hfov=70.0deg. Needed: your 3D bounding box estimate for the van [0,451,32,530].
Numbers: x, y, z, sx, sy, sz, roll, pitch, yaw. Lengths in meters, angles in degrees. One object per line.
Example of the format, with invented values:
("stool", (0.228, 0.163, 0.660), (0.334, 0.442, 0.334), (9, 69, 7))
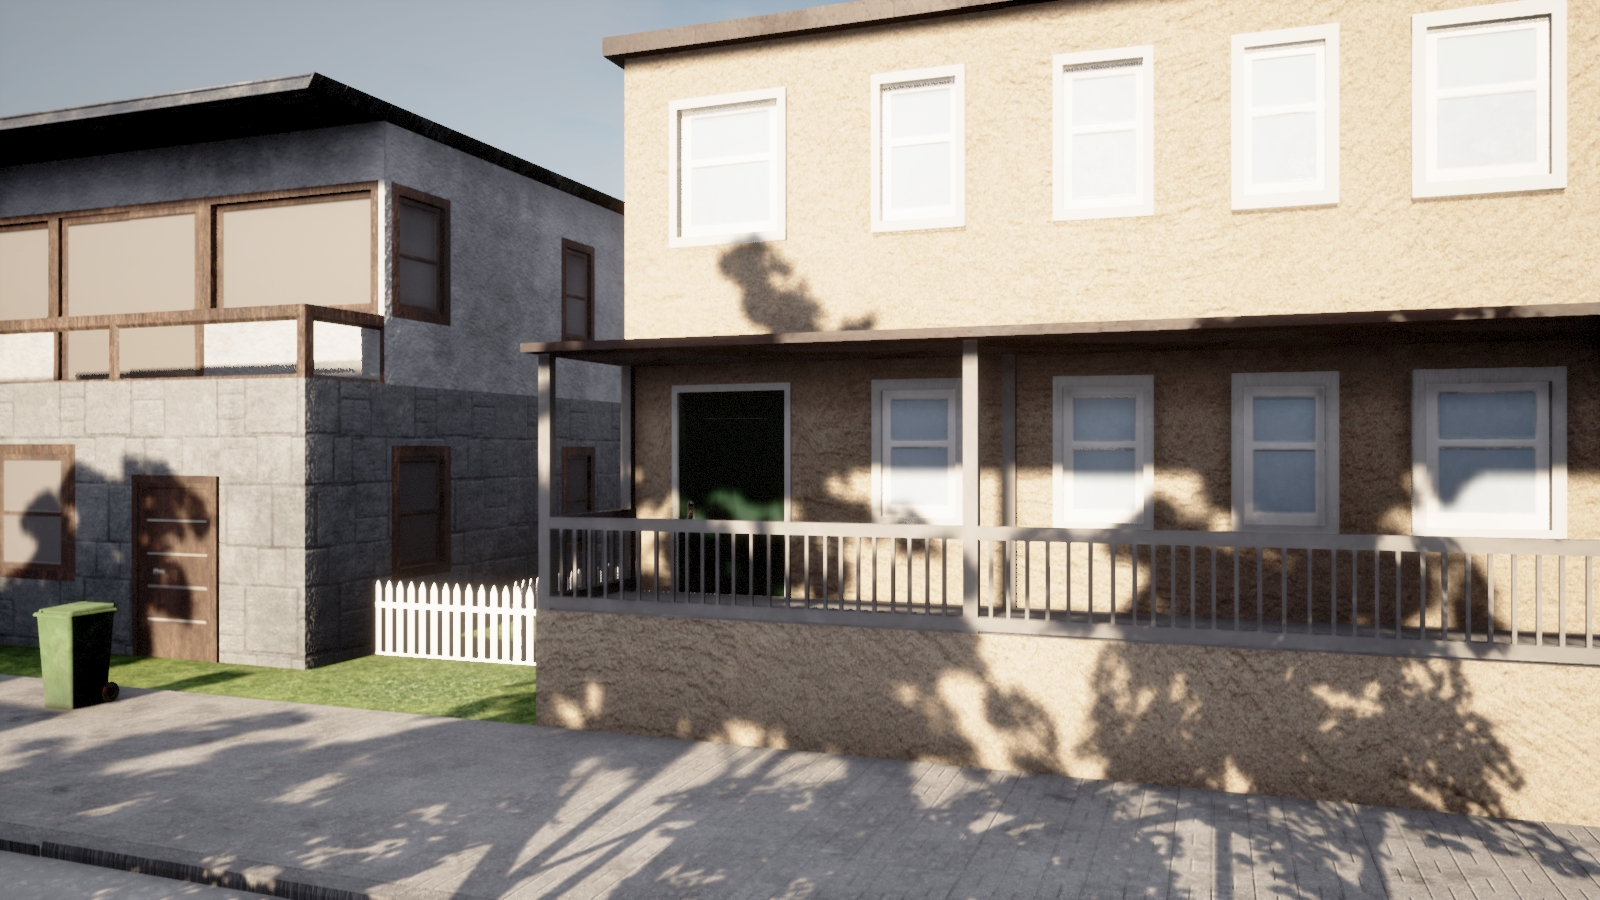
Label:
("van", (-27.753, 1.329, 35.973), (1.988, 2.561, 5.915), (0, 0, 20))
